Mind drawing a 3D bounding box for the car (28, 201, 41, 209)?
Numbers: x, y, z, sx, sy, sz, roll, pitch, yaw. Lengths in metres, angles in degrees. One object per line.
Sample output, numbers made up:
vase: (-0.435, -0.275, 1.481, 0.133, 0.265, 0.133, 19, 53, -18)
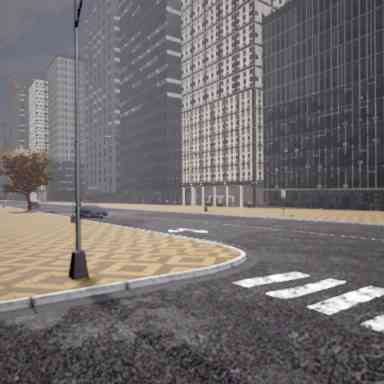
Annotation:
car: (-32.257, 2.716, 67.949, 1.837, 1.490, 4.892, -1, -1, -35)

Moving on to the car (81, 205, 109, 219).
car: (-11.181, 2.175, 37.472, 2.033, 1.411, 5.357, -1, -1, -35)
